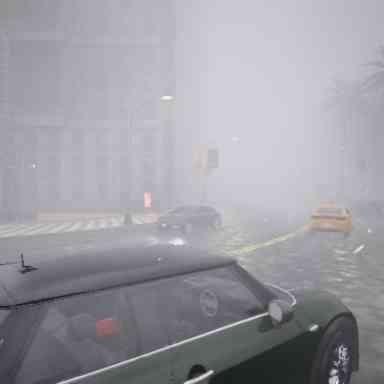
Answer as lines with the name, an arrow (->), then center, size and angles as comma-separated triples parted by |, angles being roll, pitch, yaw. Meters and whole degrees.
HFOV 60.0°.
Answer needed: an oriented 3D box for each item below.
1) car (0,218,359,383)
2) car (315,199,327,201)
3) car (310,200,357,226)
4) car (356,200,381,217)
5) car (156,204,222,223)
car -> -0.180, 1.349, 3.399 | 4.553, 1.767, 2.097 | 0, 0, -40
car -> 13.027, 1.460, 33.135 | 1.882, 1.535, 5.008 | 0, 0, 10
car -> 7.855, 1.468, 18.562 | 1.882, 1.535, 5.008 | 0, 0, 29
car -> 16.308, 1.479, 31.594 | 2.128, 1.511, 4.902 | 0, 0, 11
car -> -0.063, 1.492, 19.051 | 1.837, 1.490, 4.892 | 0, 0, 35
